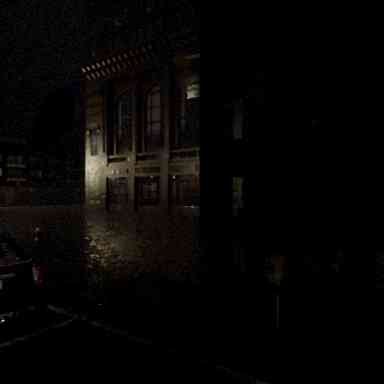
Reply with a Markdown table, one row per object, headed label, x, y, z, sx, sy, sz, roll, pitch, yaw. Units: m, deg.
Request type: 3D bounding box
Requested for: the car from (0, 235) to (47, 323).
| label | x | y | z | sx | sy | sz | roll | pitch | yaw |
| --- | --- | --- | --- | --- | --- | --- | --- | --- | --- |
| car | -4.524 | 1.423 | 6.073 | 4.097 | 1.590 | 1.967 | 0 | 0 | 35 |
